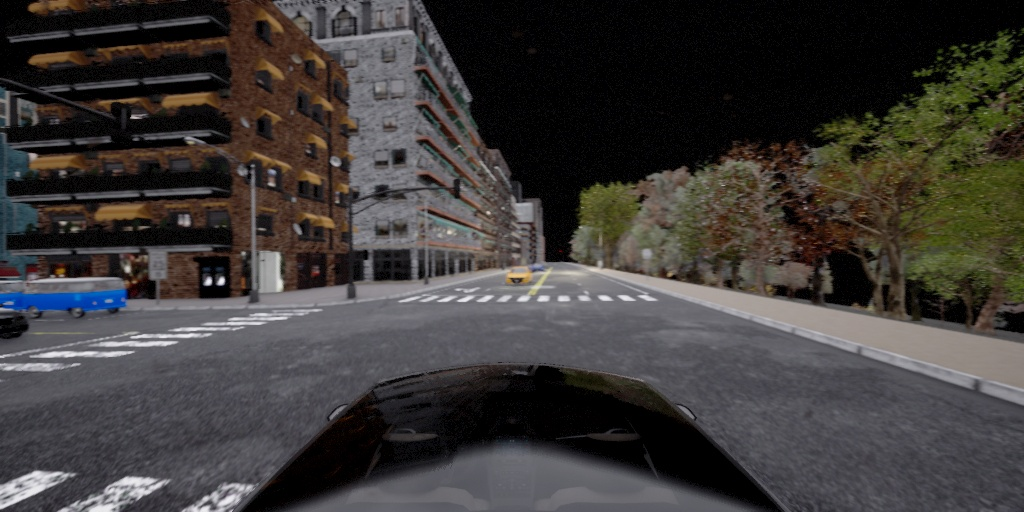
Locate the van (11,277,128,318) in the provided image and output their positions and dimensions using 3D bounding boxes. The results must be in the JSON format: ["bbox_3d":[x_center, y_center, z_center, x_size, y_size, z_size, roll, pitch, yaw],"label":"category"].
[{"bbox_3d":[-20.645,1.938,16.968,3.998,1.789,1.690,0,0,6],"label":"van"}]

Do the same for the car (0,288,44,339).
[{"bbox_3d":[-17.513,1.933,10.818,4.892,1.490,1.837,-2,-1,8],"label":"car"}]

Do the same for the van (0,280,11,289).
[{"bbox_3d":[-26.210,2.123,17.592,3.998,1.789,1.690,0,0,6],"label":"van"}]

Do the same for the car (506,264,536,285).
[{"bbox_3d":[0.686,1.653,30.648,1.882,1.535,5.008,-1,0,7],"label":"car"}]

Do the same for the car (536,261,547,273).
[{"bbox_3d":[4.227,1.951,58.650,1.882,1.535,5.008,-1,-1,7],"label":"car"}]
